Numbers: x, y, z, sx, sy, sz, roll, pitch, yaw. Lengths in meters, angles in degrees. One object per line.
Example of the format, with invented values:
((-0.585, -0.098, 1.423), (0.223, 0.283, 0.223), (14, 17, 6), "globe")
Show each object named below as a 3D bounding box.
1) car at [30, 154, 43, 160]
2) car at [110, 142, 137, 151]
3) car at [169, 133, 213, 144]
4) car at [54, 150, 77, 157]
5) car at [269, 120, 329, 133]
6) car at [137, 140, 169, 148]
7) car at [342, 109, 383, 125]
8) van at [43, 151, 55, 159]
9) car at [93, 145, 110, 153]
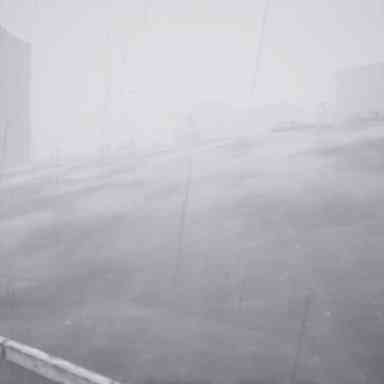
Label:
((-26.843, -5.797, 59.978), (2.002, 1.452, 4.674), (0, 1, -45), "car")
((-7.484, -5.265, 40.343), (2.185, 1.767, 4.553), (0, 2, -45), "car")
((0.355, -4.957, 32.392), (2.185, 1.767, 4.553), (0, 2, -45), "car")
((-19.094, -5.571, 52.117), (2.231, 1.521, 4.892), (0, 2, -45), "car")
((8.032, -4.526, 24.607), (2.231, 1.521, 4.892), (0, 2, -45), "car")
((-3.503, -4.943, 36.306), (2.002, 1.452, 4.674), (0, 2, -45), "car")
((11.912, -4.359, 20.684), (2.231, 1.521, 4.892), (0, 2, -45), "car")
((-22.878, -5.930, 55.956), (1.878, 1.987, 4.442), (0, 1, -45), "van")
((-11.359, -5.413, 44.273), (2.185, 1.767, 4.553), (0, 2, -45), "car")
